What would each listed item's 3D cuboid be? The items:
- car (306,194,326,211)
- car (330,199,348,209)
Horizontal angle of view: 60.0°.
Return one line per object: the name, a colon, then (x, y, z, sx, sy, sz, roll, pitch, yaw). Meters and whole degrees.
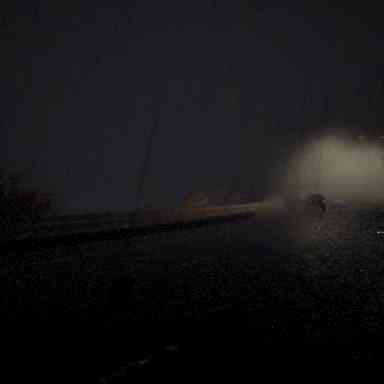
car: (16.300, 1.324, 43.751, 2.150, 2.045, 5.566, 0, 0, 20)
car: (21.495, 1.699, 48.798, 1.994, 1.385, 4.181, 0, 0, 16)
